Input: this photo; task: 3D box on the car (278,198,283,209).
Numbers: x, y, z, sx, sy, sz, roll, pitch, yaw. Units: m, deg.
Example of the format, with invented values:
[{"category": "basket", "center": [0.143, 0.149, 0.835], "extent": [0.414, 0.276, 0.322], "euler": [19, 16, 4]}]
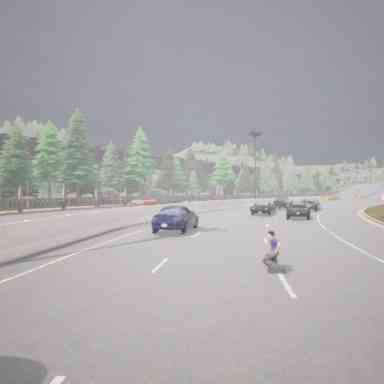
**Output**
[{"category": "car", "center": [11.638, 1.505, 42.456], "extent": [1.837, 1.490, 4.892], "euler": [0, 0, 29]}]

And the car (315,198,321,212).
[{"category": "car", "center": [14.230, 1.491, 39.733], "extent": [2.128, 1.511, 4.902], "euler": [0, 0, 28]}]

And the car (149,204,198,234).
[{"category": "car", "center": [-0.905, 1.526, 19.123], "extent": [1.812, 1.442, 4.674], "euler": [0, 0, 13]}]

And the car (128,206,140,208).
[{"category": "car", "center": [-6.721, 1.352, 45.178], "extent": [2.097, 1.767, 4.553], "euler": [0, 0, 26]}]

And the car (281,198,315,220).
[{"category": "car", "center": [9.199, 1.492, 28.573], "extent": [2.128, 1.511, 4.902], "euler": [0, 0, 20]}]

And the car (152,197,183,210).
[{"category": "car", "center": [-3.178, 1.505, 44.526], "extent": [1.837, 1.490, 4.892], "euler": [0, 0, 26]}]

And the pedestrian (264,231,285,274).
[{"category": "pedestrian", "center": [2.235, 1.574, 9.019], "extent": [0.375, 1.300, 0.375], "euler": [0, 0, 7]}]

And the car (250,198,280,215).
[{"category": "car", "center": [7.195, 1.601, 33.135], "extent": [1.895, 1.301, 4.718], "euler": [0, 0, 22]}]
